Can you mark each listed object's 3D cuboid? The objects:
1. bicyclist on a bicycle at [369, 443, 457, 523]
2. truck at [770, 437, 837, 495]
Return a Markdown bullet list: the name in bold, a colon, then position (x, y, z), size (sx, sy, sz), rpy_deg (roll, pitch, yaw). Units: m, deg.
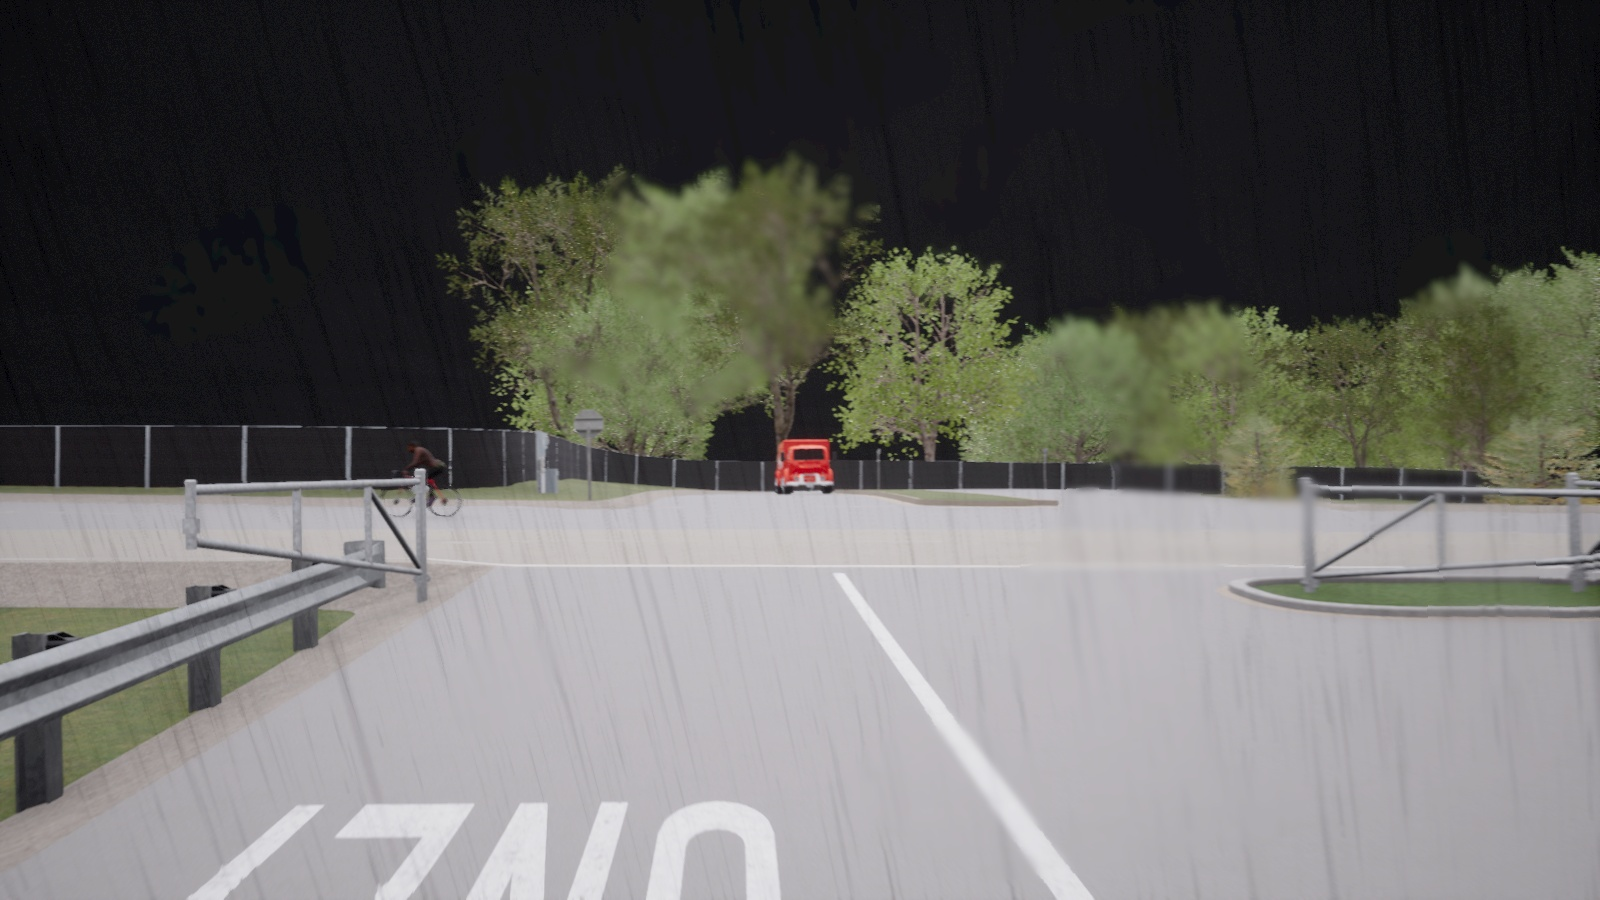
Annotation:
- **bicyclist on a bicycle**: position (-8.011, 0.674, 26.031), size (1.656, 1.620, 0.582), rpy_deg (-1, -1, -7)
- **truck**: position (0.093, 0.788, 57.181), size (2.627, 2.467, 5.204), rpy_deg (-1, -2, -4)
